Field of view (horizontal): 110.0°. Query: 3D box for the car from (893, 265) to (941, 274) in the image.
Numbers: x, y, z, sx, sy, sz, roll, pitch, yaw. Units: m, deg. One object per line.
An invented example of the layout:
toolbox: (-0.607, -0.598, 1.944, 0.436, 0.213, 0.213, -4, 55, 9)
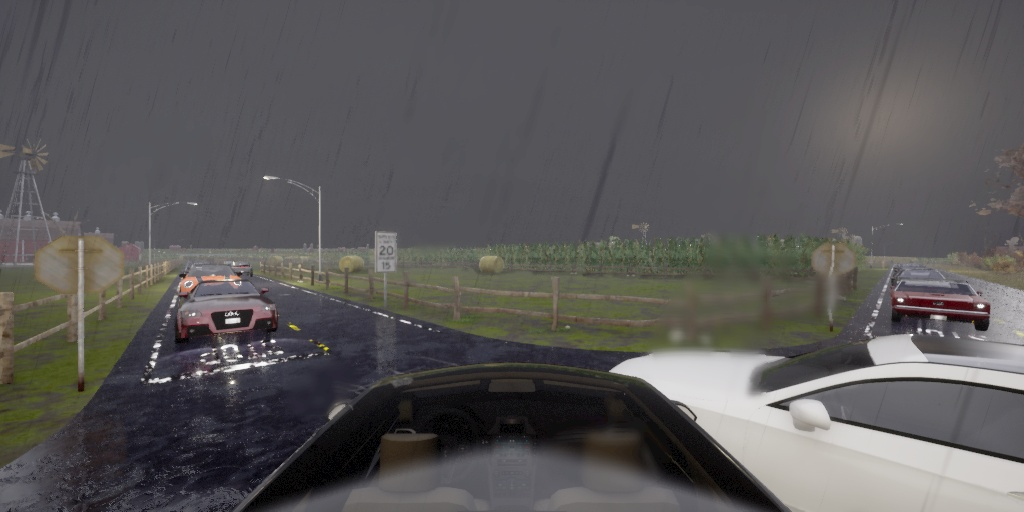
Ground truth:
car: (20.551, 1.365, 18.075, 5.357, 1.411, 2.033, 0, 1, -43)

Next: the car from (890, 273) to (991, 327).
car: (13.490, 1.399, 11.494, 4.718, 1.301, 1.895, 0, 1, -43)

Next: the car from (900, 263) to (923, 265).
car: (27.290, 1.403, 24.346, 4.181, 1.385, 1.994, 0, 1, -43)

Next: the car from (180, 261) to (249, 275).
car: (-13.757, 1.141, 16.435, 2.097, 1.767, 4.553, 0, 0, -42)

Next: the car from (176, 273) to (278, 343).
car: (-7.965, 1.355, 9.966, 1.994, 1.385, 4.181, 0, 0, -43)

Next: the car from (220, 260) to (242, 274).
car: (-33.809, 1.306, 43.072, 1.837, 1.490, 4.892, 0, 0, -42)

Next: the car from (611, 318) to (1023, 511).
car: (2.833, 1.294, 2.405, 1.812, 1.442, 4.674, 0, 1, -44)

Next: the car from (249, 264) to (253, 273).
car: (-27.070, 1.284, 35.631, 2.128, 1.511, 4.902, 0, 0, -42)
